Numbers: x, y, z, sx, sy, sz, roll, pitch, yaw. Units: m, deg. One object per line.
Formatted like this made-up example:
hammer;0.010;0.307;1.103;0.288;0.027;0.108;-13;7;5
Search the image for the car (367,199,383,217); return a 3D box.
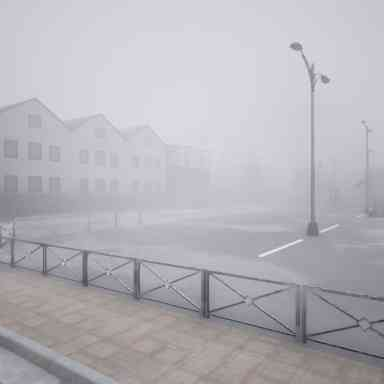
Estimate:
car;15.407;1.298;26.815;2.007;1.523;4.514;0;0;35
